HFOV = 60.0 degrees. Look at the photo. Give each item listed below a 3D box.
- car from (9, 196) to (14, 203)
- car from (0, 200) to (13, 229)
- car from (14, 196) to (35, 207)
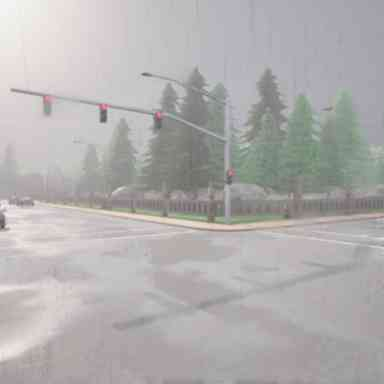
[{"bbox_3d":[-30.384,1.361,57.424,2.128,1.511,4.902,0,0,-36],"label":"car"},{"bbox_3d":[-12.938,1.476,20.911,2.128,1.511,4.902,0,0,-36],"label":"car"},{"bbox_3d":[-24.960,1.415,49.920,1.812,1.442,4.674,0,0,-36],"label":"car"}]
